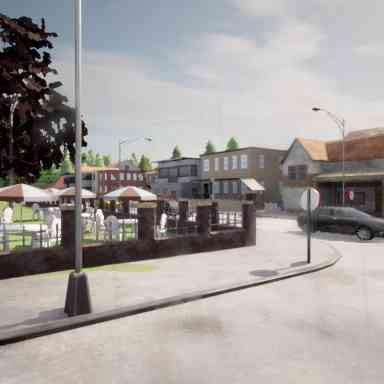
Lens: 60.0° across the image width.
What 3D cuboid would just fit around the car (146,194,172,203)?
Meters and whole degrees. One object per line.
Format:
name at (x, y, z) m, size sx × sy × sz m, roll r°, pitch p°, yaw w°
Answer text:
car at (-4.416, 1.222, 40.988) m, size 2.150 × 2.045 × 5.566 m, roll 0°, pitch 0°, yaw -35°

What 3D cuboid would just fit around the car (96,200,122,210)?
car at (-10.622, 1.478, 42.509) m, size 1.882 × 1.535 × 5.008 m, roll 0°, pitch 0°, yaw -35°

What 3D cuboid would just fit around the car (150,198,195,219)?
car at (-1.656, 1.525, 29.889) m, size 1.812 × 1.442 × 4.674 m, roll 0°, pitch 0°, yaw -36°

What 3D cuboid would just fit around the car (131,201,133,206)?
car at (-10.442, 1.564, 49.451) m, size 1.994 × 1.385 × 4.181 m, roll 0°, pitch 0°, yaw -35°

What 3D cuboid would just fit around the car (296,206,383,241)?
car at (7.692, 1.505, 16.889) m, size 1.837 × 1.490 × 4.892 m, roll 0°, pitch 0°, yaw -37°
